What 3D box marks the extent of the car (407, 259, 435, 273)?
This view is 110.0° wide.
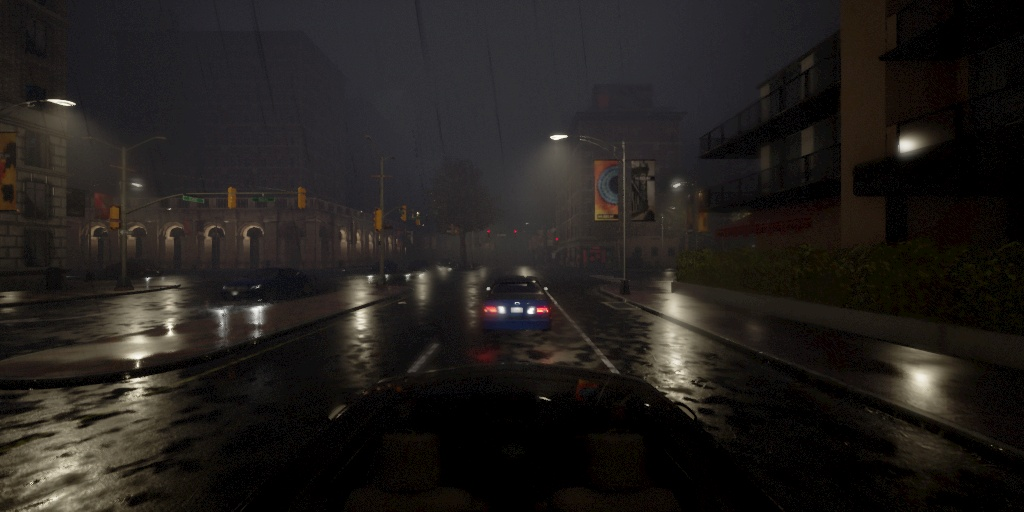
[{"bbox_3d":[-11.208,1.227,43.417,1.882,1.535,5.008,0,0,1],"label":"car"}]

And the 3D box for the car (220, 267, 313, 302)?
[{"bbox_3d":[-11.464,1.276,17.188,1.812,1.442,4.674,0,0,1],"label":"car"}]

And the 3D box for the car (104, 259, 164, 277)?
[{"bbox_3d":[-36.561,1.276,34.666,4.674,1.442,1.812,0,0,0],"label":"car"}]

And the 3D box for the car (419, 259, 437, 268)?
[{"bbox_3d":[-14.491,1.228,61.844,1.882,1.535,5.008,0,0,1],"label":"car"}]

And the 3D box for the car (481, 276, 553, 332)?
[{"bbox_3d":[0.150,1.297,10.819,2.033,1.411,5.357,0,0,1],"label":"car"}]

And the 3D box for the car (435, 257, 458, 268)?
[{"bbox_3d":[-11.013,1.103,60.653,2.097,1.767,4.553,0,0,1],"label":"car"}]

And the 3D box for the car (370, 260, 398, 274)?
[{"bbox_3d":[-14.728,1.227,41.449,1.882,1.535,5.008,0,0,1],"label":"car"}]
